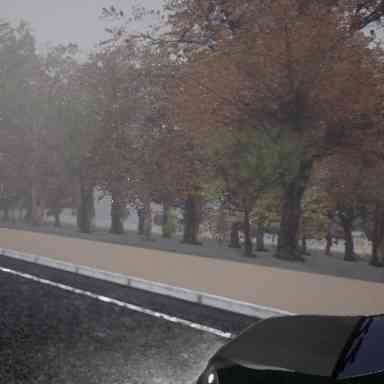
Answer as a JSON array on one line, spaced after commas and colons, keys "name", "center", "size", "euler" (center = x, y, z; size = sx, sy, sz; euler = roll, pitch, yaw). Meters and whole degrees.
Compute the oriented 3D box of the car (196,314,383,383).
[{"name": "car", "center": [2.027, 1.568, 2.240], "size": [4.181, 1.385, 1.994], "euler": [1, 0, 36]}]
